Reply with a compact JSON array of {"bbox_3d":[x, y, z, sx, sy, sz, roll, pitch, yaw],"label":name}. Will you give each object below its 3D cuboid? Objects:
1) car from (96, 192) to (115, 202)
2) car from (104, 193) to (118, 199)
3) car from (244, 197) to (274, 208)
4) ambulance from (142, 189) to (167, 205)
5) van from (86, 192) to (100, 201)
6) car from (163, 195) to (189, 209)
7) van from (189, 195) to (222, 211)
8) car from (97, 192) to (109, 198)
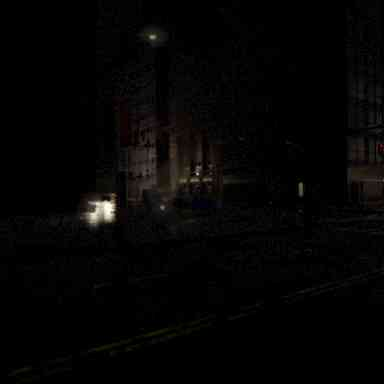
[{"bbox_3d":[-17.811,1.016,65.930,2.192,1.841,5.009,-1,1,-35],"label":"car"},{"bbox_3d":[-20.642,1.016,84.691,2.008,1.369,4.403,-1,1,-35],"label":"car"},{"bbox_3d":[8.725,1.338,43.191,1.947,1.339,4.313,-1,1,-35],"label":"car"},{"bbox_3d":[-5.630,0.792,53.644,2.351,2.431,6.366,-1,1,-35],"label":"ambulance"},{"bbox_3d":[-21.074,1.005,70.542,1.690,1.788,3.998,-1,1,-35],"label":"van"},{"bbox_3d":[-1.496,1.449,42.878,1.802,1.307,4.206,-1,1,-35],"label":"car"},{"bbox_3d":[1.766,1.238,38.264,1.690,1.788,3.998,-1,1,-35],"label":"van"},{"bbox_3d":[-23.906,0.868,89.301,1.967,1.590,4.097,-1,1,-35],"label":"car"}]
